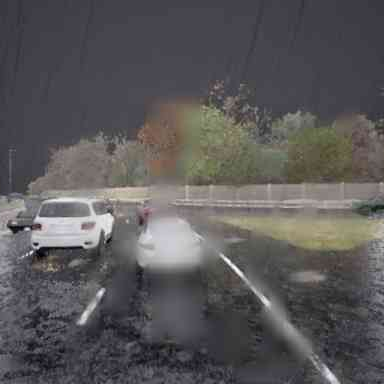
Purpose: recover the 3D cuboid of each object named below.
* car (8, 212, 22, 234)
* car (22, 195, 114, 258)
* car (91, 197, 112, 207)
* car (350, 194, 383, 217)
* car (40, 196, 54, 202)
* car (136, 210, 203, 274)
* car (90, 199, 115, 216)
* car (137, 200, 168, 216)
[{"bbox_3d":[-9.029,1.656,19.606,1.895,1.301,4.718,0,0,-10],"label":"car"},{"bbox_3d":[-4.422,1.252,13.138,2.150,2.045,5.566,0,0,-7],"label":"car"},{"bbox_3d":[-15.184,1.609,55.626,2.128,1.511,4.902,0,0,-30],"label":"car"},{"bbox_3d":[17.405,1.195,30.030,5.566,2.045,2.150,0,0,13],"label":"car"},{"bbox_3d":[-35.951,1.749,82.419,1.812,1.442,4.674,0,0,-42],"label":"car"},{"bbox_3d":[-0.769,1.540,10.623,1.812,1.442,4.674,0,0,-6],"label":"car"},{"bbox_3d":[-9.372,1.565,34.559,2.128,1.511,4.902,0,0,-19],"label":"car"},{"bbox_3d":[-2.919,1.390,24.496,2.097,1.767,4.553,0,0,-11],"label":"car"}]
